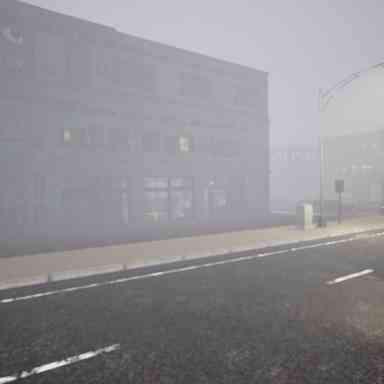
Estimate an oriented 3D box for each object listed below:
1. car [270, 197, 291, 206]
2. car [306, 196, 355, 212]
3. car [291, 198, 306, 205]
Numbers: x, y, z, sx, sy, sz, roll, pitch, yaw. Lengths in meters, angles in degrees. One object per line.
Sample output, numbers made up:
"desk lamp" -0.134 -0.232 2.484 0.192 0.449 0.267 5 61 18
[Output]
"car" 13.425 1.368 50.698 1.802 1.307 4.206 -2 1 -35
"car" 14.544 1.391 34.460 1.947 1.339 4.313 -2 1 -35
"car" 16.633 1.274 46.187 2.008 1.369 4.403 -2 1 -35
